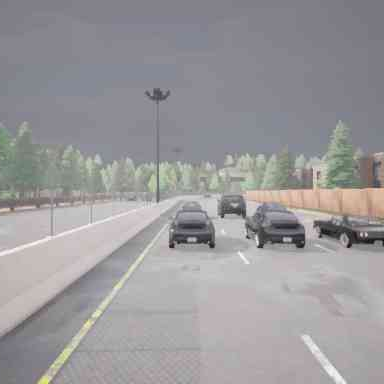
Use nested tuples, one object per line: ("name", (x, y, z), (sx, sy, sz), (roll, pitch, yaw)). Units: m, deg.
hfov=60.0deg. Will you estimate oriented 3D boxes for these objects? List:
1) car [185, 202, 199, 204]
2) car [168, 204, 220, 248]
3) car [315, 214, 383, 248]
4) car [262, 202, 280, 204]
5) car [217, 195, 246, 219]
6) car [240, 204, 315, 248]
("car", (0.000, 1.563, 29.650), (2.033, 1.411, 5.357), (0, 0, 0))
("car", (0.000, 1.516, 14.650), (1.837, 1.490, 4.892), (0, 0, 0))
("car", (7.000, 1.616, 14.680), (1.895, 1.301, 4.718), (0, 0, 0))
("car", (7.000, 1.563, 29.650), (2.033, 1.411, 5.357), (0, 0, 0))
("car", (3.500, 1.257, 29.680), (2.150, 2.045, 5.566), (0, 0, 0))
("car", (3.500, 1.516, 14.650), (1.837, 1.490, 4.892), (0, 0, 0))
